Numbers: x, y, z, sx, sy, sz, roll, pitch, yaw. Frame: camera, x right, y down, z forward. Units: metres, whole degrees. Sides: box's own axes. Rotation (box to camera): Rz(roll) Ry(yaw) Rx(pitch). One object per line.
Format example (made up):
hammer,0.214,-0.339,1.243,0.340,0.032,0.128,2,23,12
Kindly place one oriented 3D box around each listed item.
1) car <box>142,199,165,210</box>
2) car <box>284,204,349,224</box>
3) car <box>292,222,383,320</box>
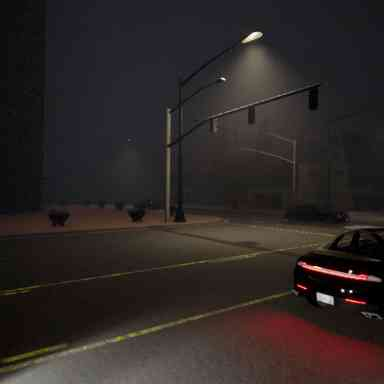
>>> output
car,-5.239,1.625,44.006,2.033,1.411,5.357,1,-1,-35
car,9.108,1.632,24.693,1.812,1.442,4.674,0,0,-44
car,4.117,1.503,6.739,4.902,1.511,2.128,0,0,-35
